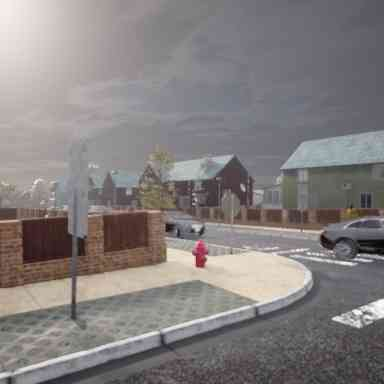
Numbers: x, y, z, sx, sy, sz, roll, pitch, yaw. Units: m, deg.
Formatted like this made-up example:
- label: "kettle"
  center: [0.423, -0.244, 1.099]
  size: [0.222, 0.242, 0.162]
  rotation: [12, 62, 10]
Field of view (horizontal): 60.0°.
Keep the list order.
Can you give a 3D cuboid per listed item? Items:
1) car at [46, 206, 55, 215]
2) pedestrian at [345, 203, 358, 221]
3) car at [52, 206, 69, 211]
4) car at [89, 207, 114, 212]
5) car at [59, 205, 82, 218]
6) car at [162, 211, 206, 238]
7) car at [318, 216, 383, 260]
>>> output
- label: "car"
  center: [-23.650, 3.186, 56.753]
  size: [1.837, 1.490, 4.892]
  rotation: [2, -3, -36]
- label: "pedestrian"
  center: [8.336, 1.477, 17.404]
  size: [0.375, 1.860, 0.375]
  rotation: [0, 0, -36]
- label: "car"
  center: [-14.716, 2.678, 39.375]
  size: [1.895, 1.301, 4.718]
  rotation: [2, -2, -35]
- label: "car"
  center: [-7.871, 2.102, 29.857]
  size: [2.097, 1.767, 4.553]
  rotation: [2, -2, -36]
- label: "car"
  center: [-17.825, 2.754, 48.688]
  size: [2.097, 1.767, 4.553]
  rotation: [2, -2, -36]
- label: "car"
  center: [-1.122, 1.922, 20.488]
  size: [2.128, 1.511, 4.902]
  rotation: [2, -3, -36]
- label: "car"
  center: [6.914, 1.580, 11.375]
  size: [4.902, 1.511, 2.128]
  rotation: [-2, -2, 36]
